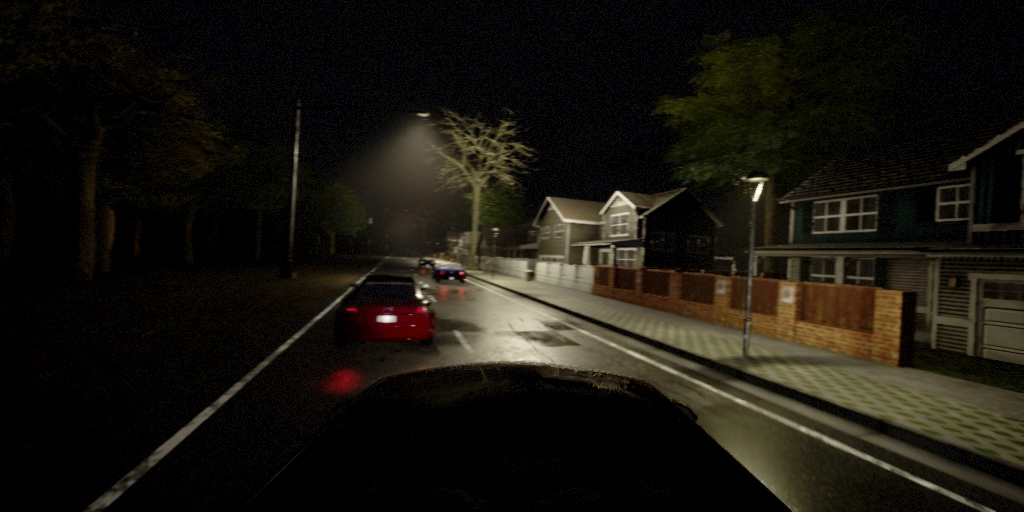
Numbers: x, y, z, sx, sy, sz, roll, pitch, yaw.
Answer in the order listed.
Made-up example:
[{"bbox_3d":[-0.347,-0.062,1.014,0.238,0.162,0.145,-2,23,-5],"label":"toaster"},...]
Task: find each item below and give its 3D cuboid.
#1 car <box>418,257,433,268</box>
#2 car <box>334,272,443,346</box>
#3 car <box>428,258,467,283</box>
[{"bbox_3d":[-10.266,0.736,43.057,1.895,1.301,4.718,3,0,-18],"label":"car"},{"bbox_3d":[-3.005,1.137,8.787,1.994,1.385,4.181,3,0,-18],"label":"car"},{"bbox_3d":[-4.434,1.082,24.687,1.895,1.301,4.718,3,0,-17],"label":"car"}]
